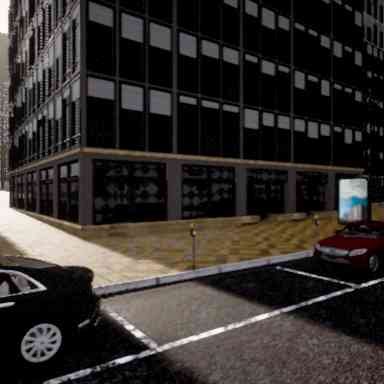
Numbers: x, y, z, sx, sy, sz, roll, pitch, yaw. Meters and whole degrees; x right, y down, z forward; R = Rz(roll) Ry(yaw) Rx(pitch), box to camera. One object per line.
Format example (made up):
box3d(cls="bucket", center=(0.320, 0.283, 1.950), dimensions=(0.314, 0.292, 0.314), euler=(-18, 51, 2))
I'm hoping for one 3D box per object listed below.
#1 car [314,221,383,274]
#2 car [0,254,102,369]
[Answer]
box3d(cls="car", center=(5.655, 1.602, 10.593), dimensions=(4.206, 1.307, 1.802), euler=(0, 0, -35))
box3d(cls="car", center=(-3.385, 1.550, 4.147), dimensions=(4.403, 1.369, 2.008), euler=(0, 0, -35))
